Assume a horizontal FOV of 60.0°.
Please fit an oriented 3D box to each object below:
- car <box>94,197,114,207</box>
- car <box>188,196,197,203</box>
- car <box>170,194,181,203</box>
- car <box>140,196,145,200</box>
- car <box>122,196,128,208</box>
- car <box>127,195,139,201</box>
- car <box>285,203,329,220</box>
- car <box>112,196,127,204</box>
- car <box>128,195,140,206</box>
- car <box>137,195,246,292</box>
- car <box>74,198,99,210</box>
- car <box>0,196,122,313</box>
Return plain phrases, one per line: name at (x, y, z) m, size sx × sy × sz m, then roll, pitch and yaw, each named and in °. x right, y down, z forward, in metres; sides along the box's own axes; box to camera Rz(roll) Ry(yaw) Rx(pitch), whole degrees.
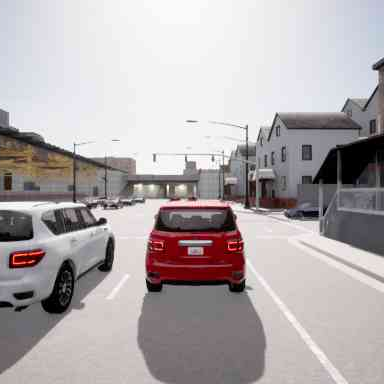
car at (-13.965, 1.526, 52.989) m, size 1.812 × 1.442 × 4.674 m, roll 0°, pitch 0°, yaw 0°
car at (0.160, 1.503, 69.203) m, size 1.837 × 1.490 × 4.892 m, roll 0°, pitch 0°, yaw 0°
car at (-3.338, 1.352, 69.181) m, size 2.097 × 1.767 × 4.553 m, roll 0°, pitch 0°, yaw 0°
car at (-10.375, 1.547, 65.797) m, size 2.033 × 1.411 × 5.357 m, roll 0°, pitch 0°, yaw 0°
car at (-10.495, 1.491, 44.660) m, size 2.128 × 1.511 × 4.902 m, roll 0°, pitch 0°, yaw 0°
car at (-13.816, 1.378, 78.332) m, size 1.837 × 1.490 × 4.892 m, roll 0°, pitch 0°, yaw 0°
car at (10.157, 1.633, 28.748) m, size 4.181 × 1.385 × 1.994 m, roll -3°, pitch 0°, yaw 0°
car at (-13.891, 1.506, 63.838) m, size 1.837 × 1.490 × 4.892 m, roll 0°, pitch 0°, yaw 1°
car at (-10.464, 1.547, 54.409) m, size 2.033 × 1.411 × 5.357 m, roll 0°, pitch 0°, yaw 0°
car at (0.099, 1.221, 9.049) m, size 2.150 × 2.045 × 5.566 m, roll 0°, pitch 0°, yaw 1°
car at (-13.996, 1.564, 44.248) m, size 1.994 × 1.385 × 4.181 m, roll 0°, pitch 0°, yaw 0°
car at (-3.409, 1.221, 7.786) m, size 2.150 × 2.045 × 5.566 m, roll 0°, pitch 0°, yaw 1°
